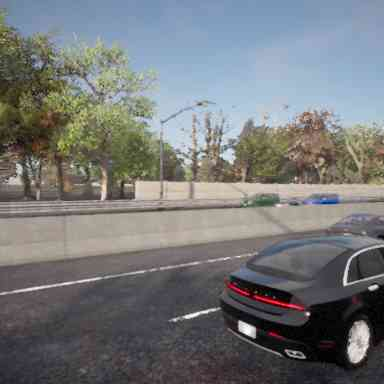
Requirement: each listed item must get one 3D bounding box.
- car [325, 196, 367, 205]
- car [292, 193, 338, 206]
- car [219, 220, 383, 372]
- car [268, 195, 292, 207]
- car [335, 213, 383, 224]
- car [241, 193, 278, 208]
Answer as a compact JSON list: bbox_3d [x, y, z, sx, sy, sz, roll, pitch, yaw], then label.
[{"bbox_3d":[15.340,1.424,32.129,4.892,1.490,1.837,0,0,-35],"label":"car"},{"bbox_3d":[13.438,1.140,35.071,5.566,2.045,2.150,0,0,-35],"label":"car"},{"bbox_3d":[2.682,1.491,5.678,4.892,1.490,1.837,-1,0,-35],"label":"car"},{"bbox_3d":[11.481,1.410,37.972,4.902,1.511,2.128,0,0,-35],"label":"car"},{"bbox_3d":[7.096,1.526,13.113,4.181,1.385,1.994,0,0,-35],"label":"car"},{"bbox_3d":[8.317,1.144,39.827,5.566,2.045,2.150,0,0,-37],"label":"car"}]
